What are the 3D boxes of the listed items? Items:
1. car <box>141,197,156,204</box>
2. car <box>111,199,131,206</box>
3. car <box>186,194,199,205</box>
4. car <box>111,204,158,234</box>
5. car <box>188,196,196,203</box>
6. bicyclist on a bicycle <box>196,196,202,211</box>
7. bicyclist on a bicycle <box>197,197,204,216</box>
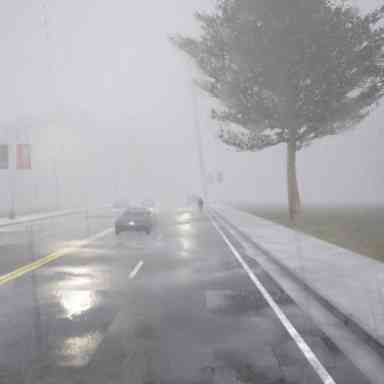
[{"bbox_3d":[-6.551,1.586,50.773,2.128,1.511,4.902,0,0,0],"label":"car"},{"bbox_3d":[-9.823,1.632,46.484,2.033,1.411,5.357,0,0,0],"label":"car"},{"bbox_3d":[0.023,1.342,61.560,2.150,2.045,5.566,0,0,0],"label":"car"},{"bbox_3d":[-3.148,1.594,19.357,1.994,1.385,4.181,0,0,0],"label":"car"},{"bbox_3d":[0.011,1.712,76.942,1.994,1.385,4.181,0,0,0],"label":"car"},{"bbox_3d":[0.899,1.444,41.673,0.659,1.776,1.843,0,0,0],"label":"bicyclist on a bicycle"},{"bbox_3d":[0.898,1.424,32.472,0.659,1.776,1.843,0,0,0],"label":"bicyclist on a bicycle"}]
